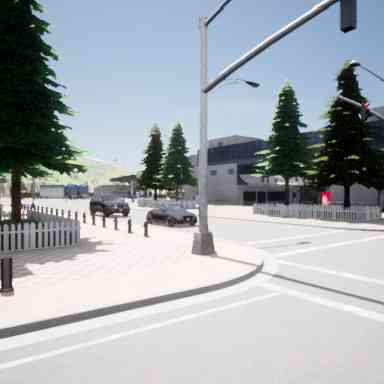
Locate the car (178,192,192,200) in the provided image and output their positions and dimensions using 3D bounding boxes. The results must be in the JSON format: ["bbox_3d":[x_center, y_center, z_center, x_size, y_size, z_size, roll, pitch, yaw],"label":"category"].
[{"bbox_3d":[-1.834,1.070,88.044,1.905,1.878,3.866,0,0,-37],"label":"car"}]

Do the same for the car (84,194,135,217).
[{"bbox_3d":[-7.886,1.232,31.366,2.150,2.045,5.566,0,0,-37],"label":"car"}]

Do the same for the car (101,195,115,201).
[{"bbox_3d":[-20.958,1.386,82.757,1.970,1.475,3.806,0,0,-37],"label":"car"}]

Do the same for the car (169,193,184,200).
[{"bbox_3d":[-3.923,1.092,85.982,1.932,1.855,4.605,0,0,-37],"label":"car"}]

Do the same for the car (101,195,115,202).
[{"bbox_3d":[-18.931,1.377,75.022,1.845,1.501,3.633,0,0,-37],"label":"car"}]

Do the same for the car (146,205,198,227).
[{"bbox_3d":[-1.450,1.574,22.849,1.994,1.385,4.181,0,0,-37],"label":"car"}]
